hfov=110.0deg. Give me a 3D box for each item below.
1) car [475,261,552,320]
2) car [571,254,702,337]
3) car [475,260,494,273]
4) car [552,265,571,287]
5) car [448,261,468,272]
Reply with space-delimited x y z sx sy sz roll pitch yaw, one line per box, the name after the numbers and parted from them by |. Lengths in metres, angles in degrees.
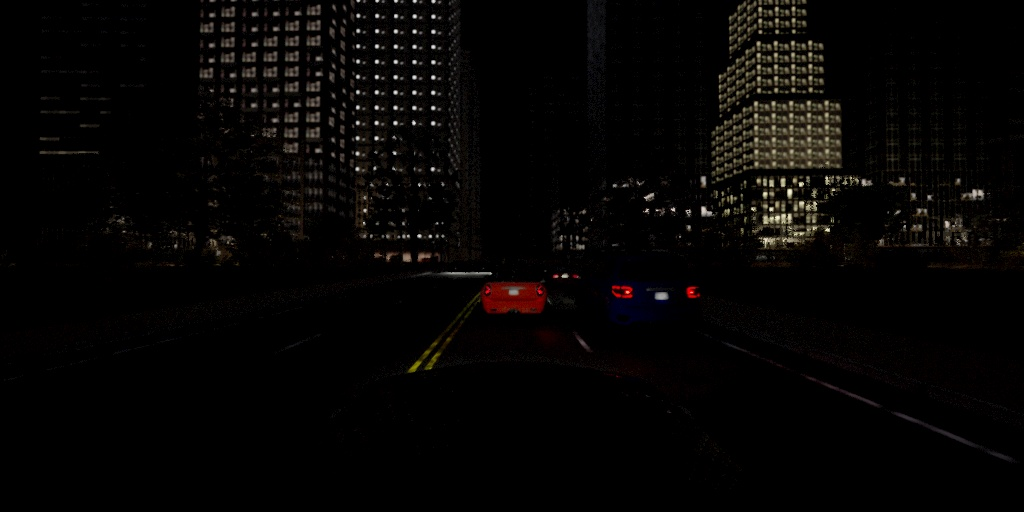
0.065 1.094 12.765 2.097 1.767 4.553 0 0 0 | car
3.296 0.965 10.452 2.150 2.045 5.566 0 0 1 | car
-3.328 1.266 43.905 1.994 1.385 4.181 0 0 0 | car
3.289 1.279 24.297 2.033 1.411 5.357 0 0 1 | car
-6.578 1.266 43.919 1.994 1.385 4.181 0 0 0 | car
